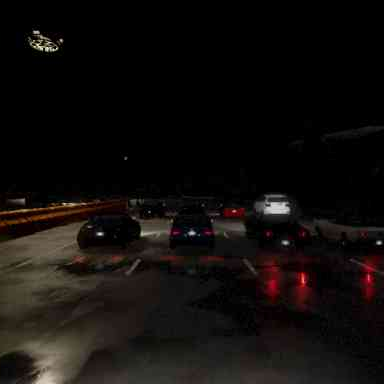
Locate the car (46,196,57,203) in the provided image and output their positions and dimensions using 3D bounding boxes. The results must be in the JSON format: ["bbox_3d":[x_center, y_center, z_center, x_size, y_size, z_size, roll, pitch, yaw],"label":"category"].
[{"bbox_3d":[-28.616,1.457,67.470,1.882,1.535,5.008,0,0,-13],"label":"car"}]

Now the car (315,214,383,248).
[{"bbox_3d":[7.005,1.614,14.660,1.895,1.301,4.718,0,0,0],"label":"car"}]

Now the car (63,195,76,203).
[{"bbox_3d":[-25.243,1.332,68.406,2.097,1.767,4.553,0,0,-13],"label":"car"}]

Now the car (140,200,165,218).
[{"bbox_3d":[-3.477,1.482,29.643,1.882,1.535,5.008,0,0,0],"label":"car"}]

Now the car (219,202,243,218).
[{"bbox_3d":[3.523,1.570,29.635,1.994,1.385,4.181,0,0,0],"label":"car"}]

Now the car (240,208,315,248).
[{"bbox_3d":[3.505,1.613,14.665,1.895,1.301,4.718,0,0,0],"label":"car"}]

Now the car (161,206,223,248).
[{"bbox_3d":[0.005,1.560,14.639,2.033,1.411,5.357,0,0,0],"label":"car"}]

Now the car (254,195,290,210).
[{"bbox_3d":[7.023,1.255,29.660,2.150,2.045,5.566,0,0,0],"label":"car"}]

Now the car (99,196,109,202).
[{"bbox_3d":[-18.475,1.497,70.189,1.812,1.442,4.674,0,0,-13],"label":"car"}]

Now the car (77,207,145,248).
[{"bbox_3d":[-3.495,1.569,14.643,1.994,1.385,4.181,0,0,0],"label":"car"}]

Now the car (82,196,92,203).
[{"bbox_3d":[-21.855,1.500,69.283,2.128,1.511,4.902,0,0,-13],"label":"car"}]

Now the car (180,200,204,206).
[{"bbox_3d":[0.023,1.514,29.639,1.837,1.490,4.892,0,0,0],"label":"car"}]
